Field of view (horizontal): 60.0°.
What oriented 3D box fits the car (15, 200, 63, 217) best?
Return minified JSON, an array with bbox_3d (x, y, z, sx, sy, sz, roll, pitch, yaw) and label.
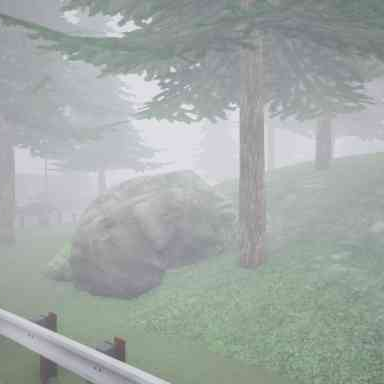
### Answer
[{"bbox_3d":[-13.278,1.490,27.867,1.837,1.490,4.892,0,0,35],"label":"car"}]
